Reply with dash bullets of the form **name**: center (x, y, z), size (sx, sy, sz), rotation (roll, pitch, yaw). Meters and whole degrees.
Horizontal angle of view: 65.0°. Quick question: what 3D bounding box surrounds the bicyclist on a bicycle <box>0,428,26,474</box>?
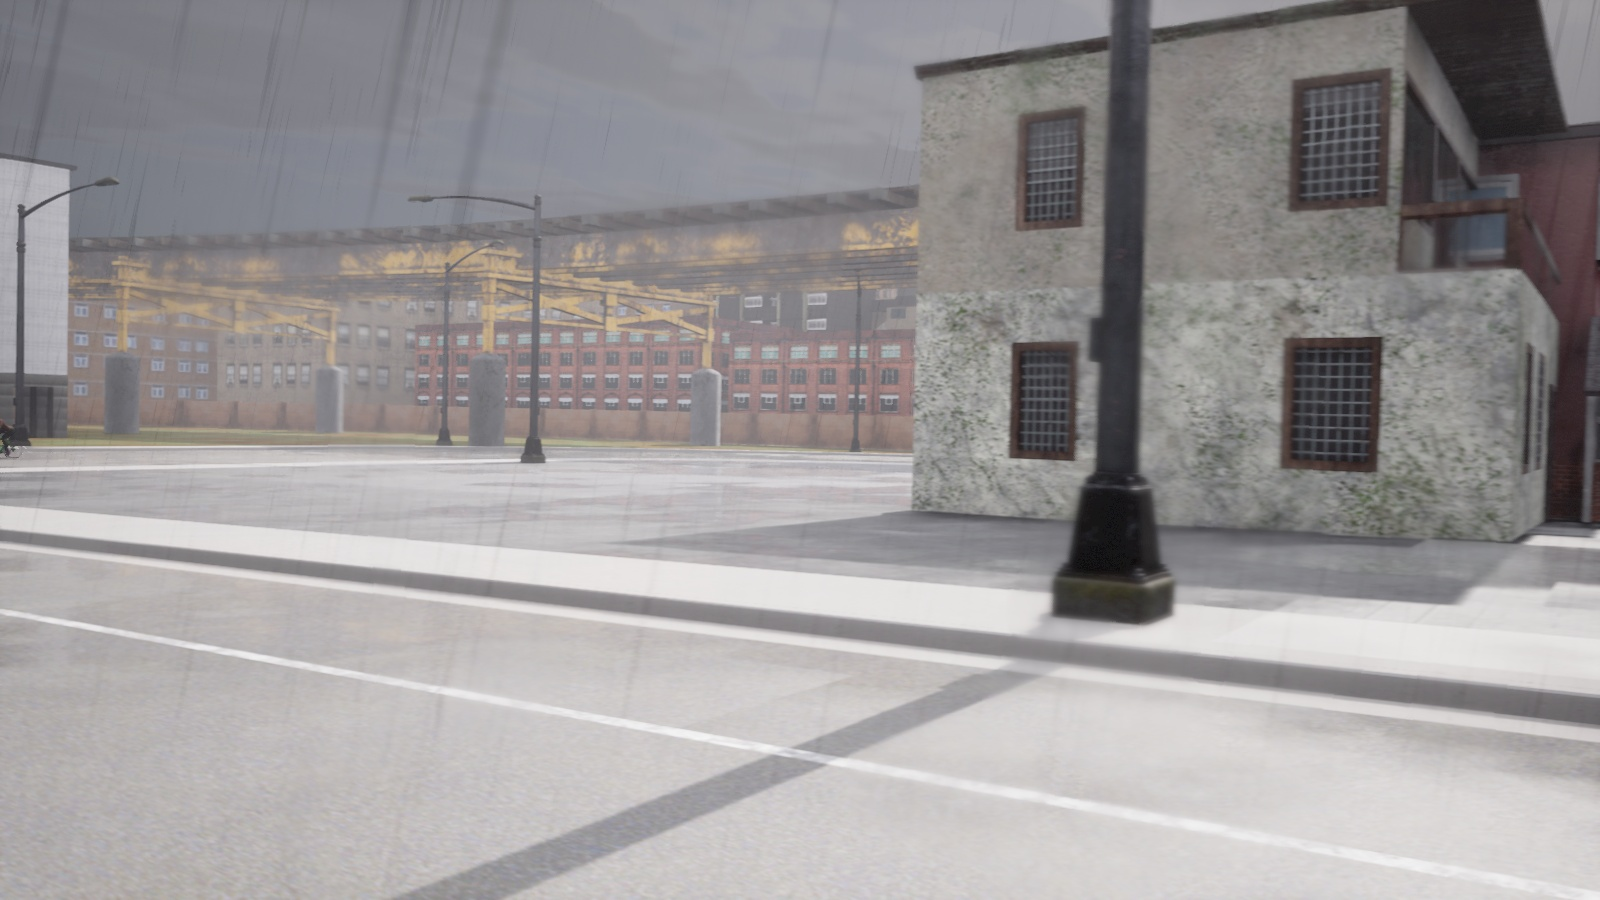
- **bicyclist on a bicycle**: center (-28.563, 0.048, 44.683), size (0.582, 1.620, 1.656), rotation (1, 2, 32)
